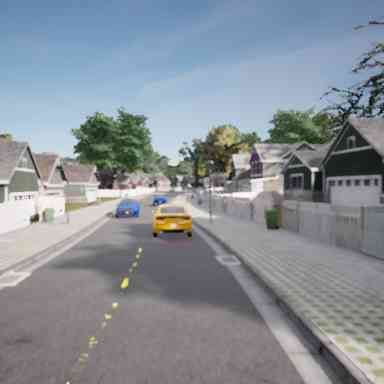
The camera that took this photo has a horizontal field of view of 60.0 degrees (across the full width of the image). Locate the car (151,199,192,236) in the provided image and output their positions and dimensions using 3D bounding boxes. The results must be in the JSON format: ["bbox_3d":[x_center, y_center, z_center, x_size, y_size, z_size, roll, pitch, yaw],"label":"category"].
[{"bbox_3d":[-1.136,1.389,17.782,1.882,1.535,5.008,0,0,-7],"label":"car"}]

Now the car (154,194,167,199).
[{"bbox_3d":[-4.366,1.048,46.133,1.882,1.535,5.008,0,1,-5],"label":"car"}]

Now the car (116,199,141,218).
[{"bbox_3d":[-5.387,1.319,28.380,1.882,1.535,5.008,0,0,-8],"label":"car"}]
